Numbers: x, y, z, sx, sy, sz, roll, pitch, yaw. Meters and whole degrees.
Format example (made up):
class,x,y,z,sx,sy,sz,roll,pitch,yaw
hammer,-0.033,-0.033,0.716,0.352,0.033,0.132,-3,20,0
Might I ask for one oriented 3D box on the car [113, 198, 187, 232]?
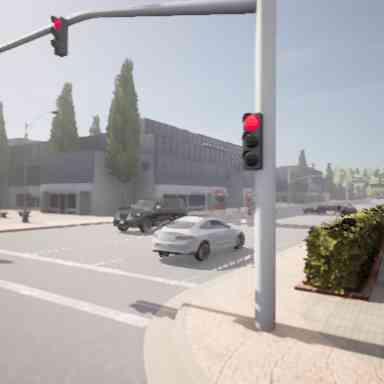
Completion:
class,x,y,z,sx,sy,sz,roll,pitch,yaw
car,-2.464,1.405,21.255,2.150,2.045,5.566,0,-1,34

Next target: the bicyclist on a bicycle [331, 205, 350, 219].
class,x,y,z,sx,sy,sz,roll,pitch,yaw
bicyclist on a bicycle,7.486,1.456,16.465,1.656,1.620,0.582,-6,-4,34

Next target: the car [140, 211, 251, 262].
class,x,y,z,sx,sy,sz,roll,pitch,yaw
car,0.377,1.647,12.783,1.812,1.442,4.674,0,-1,34

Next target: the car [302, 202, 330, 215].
class,x,y,z,sx,sy,sz,roll,pitch,yaw
car,15.167,2.061,41.033,1.895,1.301,4.718,0,-1,34

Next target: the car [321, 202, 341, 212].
class,x,y,z,sx,sy,sz,roll,pitch,yaw
car,20.648,2.167,49.307,1.895,1.301,4.718,0,-1,34

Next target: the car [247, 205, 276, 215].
class,x,y,z,sx,sy,sz,roll,pitch,yaw
car,7.631,1.880,36.313,1.837,1.490,4.892,0,-1,34

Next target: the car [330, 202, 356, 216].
class,x,y,z,sx,sy,sz,roll,pitch,yaw
car,17.706,1.978,38.546,1.812,1.442,4.674,0,-1,34
